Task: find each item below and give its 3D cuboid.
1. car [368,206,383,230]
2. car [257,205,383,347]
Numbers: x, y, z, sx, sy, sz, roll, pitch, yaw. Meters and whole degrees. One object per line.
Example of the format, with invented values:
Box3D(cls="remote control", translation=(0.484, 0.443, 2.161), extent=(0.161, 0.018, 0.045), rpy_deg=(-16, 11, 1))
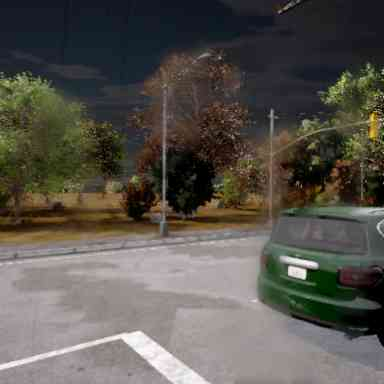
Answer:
Box3D(cls="car", translation=(14.109, 1.728, 22.675), extent=(4.674, 1.442, 1.812), rpy_deg=(1, 0, -36))
Box3D(cls="car", translation=(3.708, 1.277, 6.397), extent=(5.566, 2.045, 2.150), rpy_deg=(0, 0, -36))
